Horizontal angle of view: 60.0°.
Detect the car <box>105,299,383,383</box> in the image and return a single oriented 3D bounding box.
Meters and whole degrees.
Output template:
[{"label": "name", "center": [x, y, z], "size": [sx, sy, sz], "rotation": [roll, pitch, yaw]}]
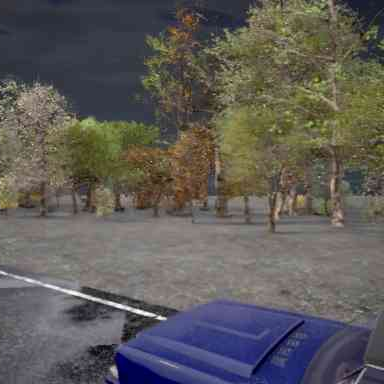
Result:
[{"label": "car", "center": [1.546, 1.593, 2.467], "size": [4.718, 1.301, 1.895], "rotation": [0, 0, 35]}]
